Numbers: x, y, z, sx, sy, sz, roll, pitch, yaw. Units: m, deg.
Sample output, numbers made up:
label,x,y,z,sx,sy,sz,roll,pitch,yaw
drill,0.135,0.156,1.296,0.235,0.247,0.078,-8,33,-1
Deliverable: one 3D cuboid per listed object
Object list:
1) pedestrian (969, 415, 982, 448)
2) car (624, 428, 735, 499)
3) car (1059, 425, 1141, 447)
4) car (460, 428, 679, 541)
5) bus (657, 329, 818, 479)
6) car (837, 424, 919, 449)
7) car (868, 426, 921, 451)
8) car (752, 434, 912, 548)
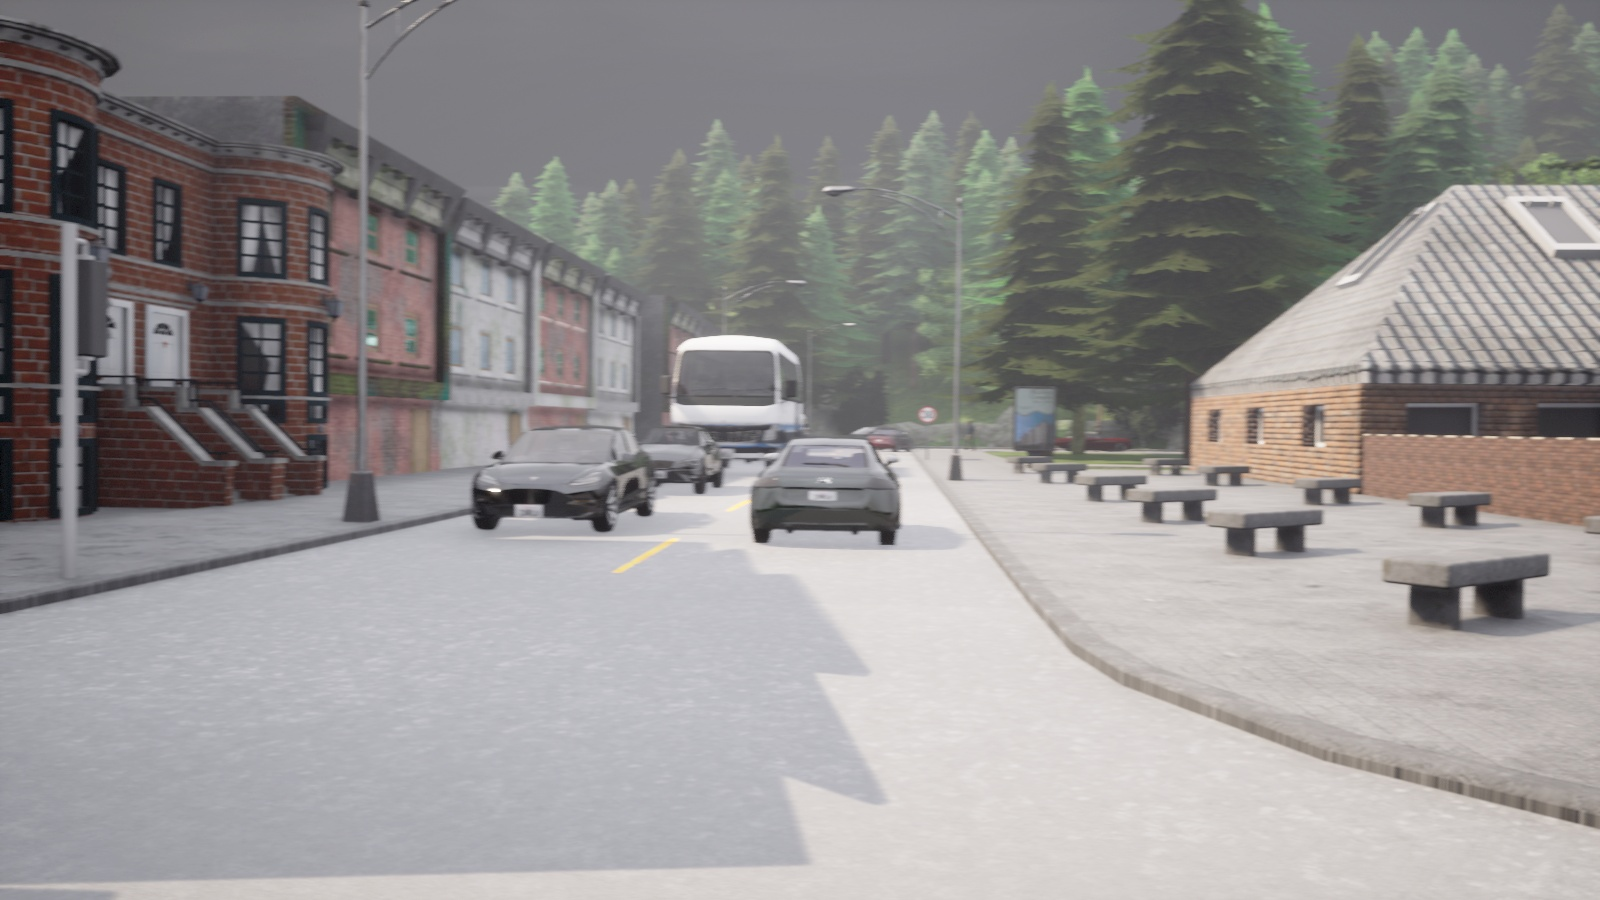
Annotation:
label,x,y,z,sx,sy,sz,roll,pitch,yaw
pedestrian,10.000,-1.051,71.609,0.370,1.835,0.726,1,2,41
car,-2.655,0.248,28.582,1.816,1.474,4.193,0,1,4
car,18.555,-0.866,77.881,4.718,1.301,1.895,0,1,4
car,-3.343,0.430,19.297,2.163,1.488,4.792,0,1,4
bus,-1.720,-1.406,41.037,3.944,4.253,10.273,0,1,4
car,4.977,-0.876,79.527,4.792,1.488,2.163,-1,1,-31
car,5.595,-0.706,74.022,1.994,1.385,4.181,0,1,21
car,0.552,0.491,17.756,1.994,1.385,4.181,0,1,4
